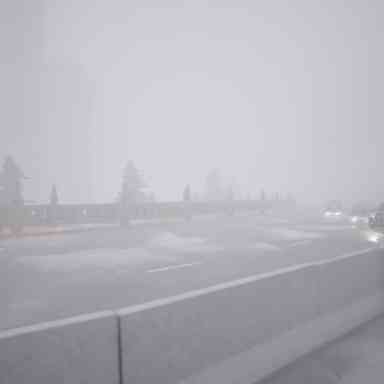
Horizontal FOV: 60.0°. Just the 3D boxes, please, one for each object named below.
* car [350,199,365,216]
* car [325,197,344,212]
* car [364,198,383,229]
[{"bbox_3d":[17.313,1.753,33.701,1.994,1.385,4.181,0,-1,31],"label":"car"},{"bbox_3d":[18.616,1.776,43.370,2.128,1.511,4.902,0,-1,25],"label":"car"},{"bbox_3d":[13.092,1.451,21.762,2.097,1.767,4.553,-1,-1,39],"label":"car"}]
